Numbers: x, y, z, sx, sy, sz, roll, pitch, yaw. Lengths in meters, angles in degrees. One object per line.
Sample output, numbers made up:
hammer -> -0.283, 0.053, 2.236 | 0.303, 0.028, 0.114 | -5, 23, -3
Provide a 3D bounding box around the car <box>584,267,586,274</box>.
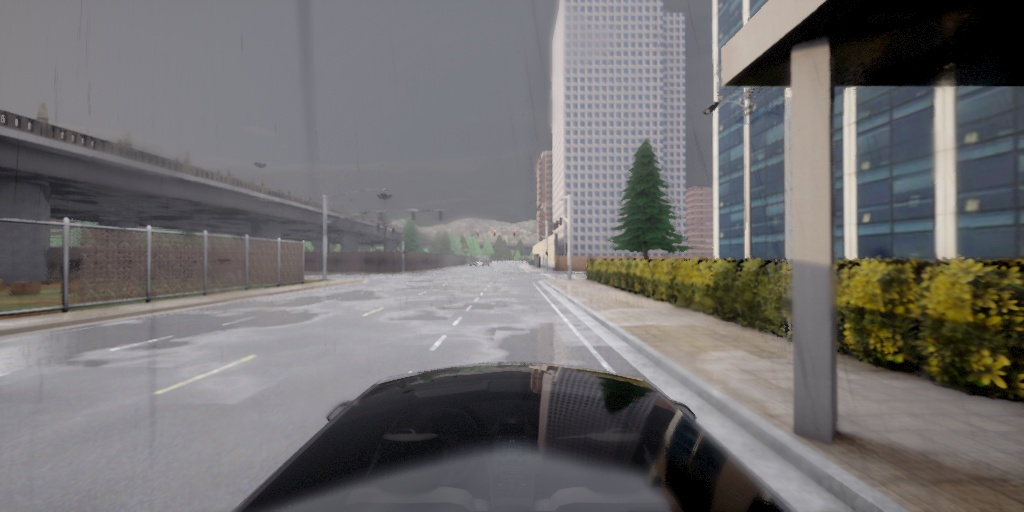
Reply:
car -> 10.309, 1.468, 38.434 | 5.008, 1.535, 1.882 | 0, -1, 0
